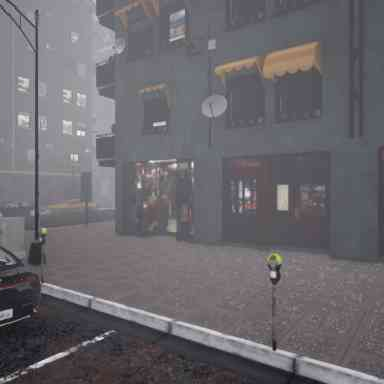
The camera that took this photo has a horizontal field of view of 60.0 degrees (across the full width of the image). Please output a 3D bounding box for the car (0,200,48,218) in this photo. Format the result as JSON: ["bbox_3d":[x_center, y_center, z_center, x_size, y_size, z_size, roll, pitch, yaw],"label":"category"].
[{"bbox_3d":[-14.095,1.350,26.073,2.008,1.369,4.403,1,1,35],"label":"car"}]

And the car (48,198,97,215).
[{"bbox_3d":[-11.011,1.249,30.502,1.752,1.417,4.829,1,1,35],"label":"car"}]

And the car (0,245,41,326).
[{"bbox_3d":[-4.506,1.551,6.075,4.403,1.369,2.008,0,0,35],"label":"car"}]
